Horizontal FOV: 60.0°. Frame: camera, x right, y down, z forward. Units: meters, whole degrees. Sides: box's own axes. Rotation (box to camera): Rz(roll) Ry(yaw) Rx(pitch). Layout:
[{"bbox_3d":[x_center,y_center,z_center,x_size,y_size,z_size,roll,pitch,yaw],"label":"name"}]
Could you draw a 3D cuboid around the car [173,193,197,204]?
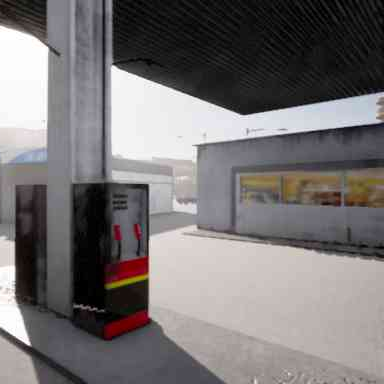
[{"bbox_3d":[-0.468,1.345,58.325,4.902,1.511,2.128,0,0,-37],"label":"car"}]
